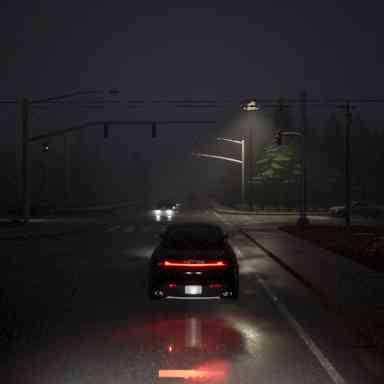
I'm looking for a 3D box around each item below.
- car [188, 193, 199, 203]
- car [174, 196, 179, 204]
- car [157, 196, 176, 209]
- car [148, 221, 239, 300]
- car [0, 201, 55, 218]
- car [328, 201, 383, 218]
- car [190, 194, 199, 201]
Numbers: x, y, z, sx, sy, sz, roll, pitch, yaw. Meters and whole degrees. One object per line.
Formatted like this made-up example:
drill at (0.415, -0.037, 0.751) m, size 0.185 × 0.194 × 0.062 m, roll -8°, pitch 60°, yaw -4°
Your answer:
car at (0.314, 1.224, 70.429) m, size 2.150 × 2.045 × 5.566 m, roll 0°, pitch 0°, yaw 2°
car at (-3.562, 1.478, 54.082) m, size 1.882 × 1.535 × 5.008 m, roll 0°, pitch 0°, yaw 0°
car at (-3.587, 1.601, 44.800) m, size 1.895 × 1.301 × 4.718 m, roll 0°, pitch 0°, yaw 0°
car at (0.050, 1.501, 8.396) m, size 1.837 × 1.490 × 4.892 m, roll 0°, pitch 0°, yaw 1°
car at (-14.886, 1.553, 30.069) m, size 4.674 × 1.442 × 1.812 m, roll 0°, pitch 0°, yaw 1°
car at (14.560, 1.552, 29.518) m, size 4.674 × 1.442 × 1.812 m, roll 0°, pitch 0°, yaw 1°
car at (0.588, 1.355, 80.821) m, size 2.097 × 1.767 × 4.553 m, roll 0°, pitch 0°, yaw 2°
